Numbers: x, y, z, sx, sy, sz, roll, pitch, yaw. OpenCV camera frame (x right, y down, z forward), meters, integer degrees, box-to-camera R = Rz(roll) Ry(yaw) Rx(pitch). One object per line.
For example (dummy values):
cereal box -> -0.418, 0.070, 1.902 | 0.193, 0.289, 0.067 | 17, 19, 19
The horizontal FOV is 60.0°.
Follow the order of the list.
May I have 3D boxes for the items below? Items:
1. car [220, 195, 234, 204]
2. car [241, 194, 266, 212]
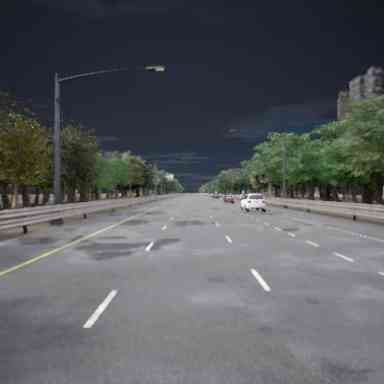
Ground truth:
car -> 7.150, 1.549, 65.802 | 1.812, 1.442, 4.674 | 0, 0, 0
car -> 7.056, 1.236, 38.775 | 2.150, 2.045, 5.566 | 0, 0, 0
